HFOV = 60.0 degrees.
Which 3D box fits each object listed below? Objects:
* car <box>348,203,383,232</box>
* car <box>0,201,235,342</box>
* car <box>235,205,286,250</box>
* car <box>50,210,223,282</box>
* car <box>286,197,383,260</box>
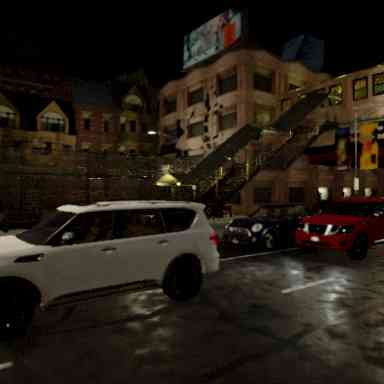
[{"bbox_3d":[12.335,1.491,20.657,4.892,1.521,2.231,0,0,-26],"label":"car"},{"bbox_3d":[-1.982,1.222,6.822,5.566,2.045,2.150,0,0,-35],"label":"car"},{"bbox_3d":[3.543,1.359,14.428,4.553,1.767,2.185,0,0,-36],"label":"car"},{"bbox_3d":[-1.607,1.482,10.584,5.008,1.535,2.097,0,0,-36],"label":"car"},{"bbox_3d":[6.415,1.227,12.788,5.566,2.045,2.150,0,0,-35],"label":"car"}]
